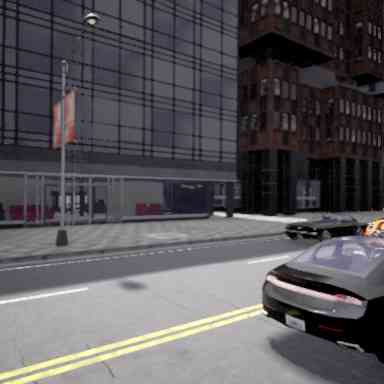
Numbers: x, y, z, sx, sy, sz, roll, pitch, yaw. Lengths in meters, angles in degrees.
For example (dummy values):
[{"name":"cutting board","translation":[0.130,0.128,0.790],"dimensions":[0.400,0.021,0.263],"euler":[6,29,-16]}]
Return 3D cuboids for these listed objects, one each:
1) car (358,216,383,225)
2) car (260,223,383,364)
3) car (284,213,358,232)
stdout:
[{"name":"car","translation":[9.560,1.493,14.488],"dimensions":[4.553,1.767,2.097],"euler":[1,0,-35]},{"name":"car","translation":[3.348,1.544,5.825],"dimensions":[4.902,1.511,2.128],"euler":[1,0,-35]},{"name":"car","translation":[6.722,1.732,16.459],"dimensions":[4.718,1.301,1.895],"euler":[1,0,-35]}]
